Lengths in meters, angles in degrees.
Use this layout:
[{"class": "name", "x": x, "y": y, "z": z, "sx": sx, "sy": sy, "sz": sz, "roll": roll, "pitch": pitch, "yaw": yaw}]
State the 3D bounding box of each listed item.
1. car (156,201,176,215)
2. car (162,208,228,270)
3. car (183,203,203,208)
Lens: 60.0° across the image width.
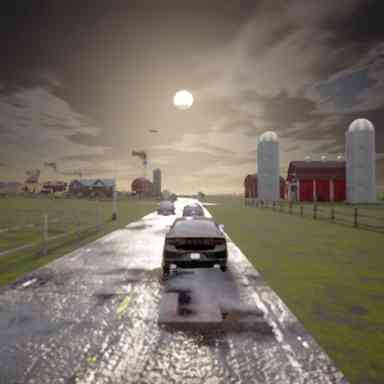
[{"class": "car", "x": -2.809, "y": 1.720, "z": 36.963, "sx": 1.812, "sy": 1.442, "sz": 4.674, "roll": 0, "pitch": -1, "yaw": 0}, {"class": "car", "x": 0.093, "y": 1.536, "z": 11.216, "sx": 1.882, "sy": 1.535, "sz": 5.008, "roll": 0, "pitch": 0, "yaw": 0}, {"class": "car", "x": 0.124, "y": 1.728, "z": 31.231, "sx": 1.994, "sy": 1.385, "sz": 4.181, "roll": 0, "pitch": 0, "yaw": 0}]
